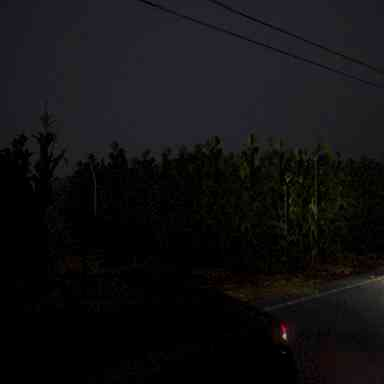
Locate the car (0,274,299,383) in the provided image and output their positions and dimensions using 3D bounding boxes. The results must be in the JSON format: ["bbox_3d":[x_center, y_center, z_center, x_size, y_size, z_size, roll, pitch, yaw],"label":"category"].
[{"bbox_3d":[-0.998,1.564,3.021,4.181,1.385,1.994,0,0,-33],"label":"car"}]
